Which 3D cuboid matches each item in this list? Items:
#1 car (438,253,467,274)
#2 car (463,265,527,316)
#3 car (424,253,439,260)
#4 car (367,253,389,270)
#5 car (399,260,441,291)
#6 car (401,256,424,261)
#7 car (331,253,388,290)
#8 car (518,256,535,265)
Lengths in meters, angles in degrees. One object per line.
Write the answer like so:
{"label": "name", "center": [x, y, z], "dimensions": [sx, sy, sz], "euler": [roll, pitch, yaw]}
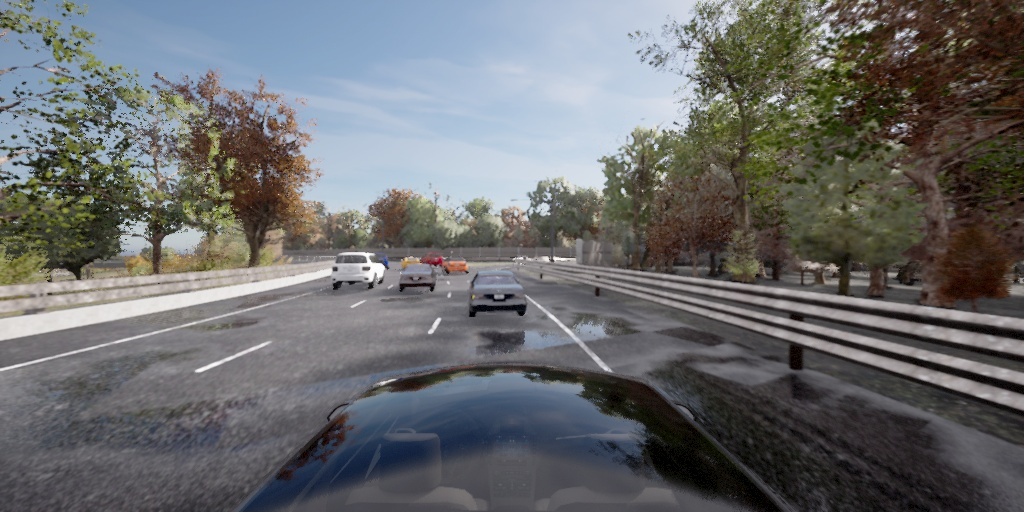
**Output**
{"label": "car", "center": [-5.778, 0.824, 35.726], "dimensions": [2.097, 1.767, 4.553], "euler": [0, 1, -17]}
{"label": "car", "center": [-0.638, 1.203, 12.896], "dimensions": [2.033, 1.411, 5.357], "euler": [0, 1, -6]}
{"label": "car", "center": [-11.046, 0.591, 49.099], "dimensions": [2.150, 2.045, 5.566], "euler": [0, 0, -26]}
{"label": "car", "center": [-17.223, 0.632, 45.996], "dimensions": [2.150, 2.045, 5.566], "euler": [0, 1, -26]}
{"label": "car", "center": [-5.299, 1.149, 20.445], "dimensions": [2.033, 1.411, 5.357], "euler": [0, 1, -11]}
{"label": "car", "center": [-12.375, 0.897, 43.704], "dimensions": [1.882, 1.535, 5.008], "euler": [0, 1, -22]}
{"label": "car", "center": [-9.108, 0.823, 21.588], "dimensions": [2.150, 2.045, 5.566], "euler": [0, 0, -11]}
{"label": "car", "center": [2.322, 0.737, 59.943], "dimensions": [2.128, 1.511, 4.902], "euler": [0, 0, 30]}
